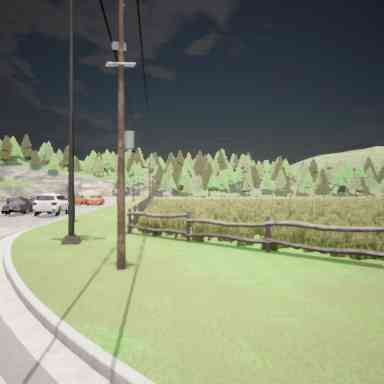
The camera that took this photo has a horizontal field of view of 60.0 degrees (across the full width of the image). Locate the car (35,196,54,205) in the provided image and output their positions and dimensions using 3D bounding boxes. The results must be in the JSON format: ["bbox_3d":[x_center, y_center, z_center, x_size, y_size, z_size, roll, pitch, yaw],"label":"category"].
[{"bbox_3d":[-27.022,1.486,60.978,1.812,1.442,4.674,0,0,-6],"label":"car"}]

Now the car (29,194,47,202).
[{"bbox_3d":[-31.421,1.266,68.109,1.882,1.535,5.008,0,0,-6],"label":"car"}]

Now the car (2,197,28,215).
[{"bbox_3d":[-16.963,1.525,33.248,2.033,1.411,5.357,0,0,-6],"label":"car"}]

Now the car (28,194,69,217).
[{"bbox_3d":[-13.286,1.202,31.810,2.150,2.045,5.566,0,0,-6],"label":"car"}]

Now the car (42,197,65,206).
[{"bbox_3d":[-22.879,1.512,55.240,2.033,1.411,5.357,0,0,-6],"label":"car"}]

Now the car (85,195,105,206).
[{"bbox_3d":[-15.840,1.320,55.270,2.097,1.767,4.553,0,0,-6],"label":"car"}]

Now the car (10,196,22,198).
[{"bbox_3d":[-30.293,1.438,57.750,1.882,1.535,5.008,0,0,-6],"label":"car"}]

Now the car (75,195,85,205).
[{"bbox_3d":[-19.651,1.317,57.935,2.097,1.767,4.553,0,0,-6],"label":"car"}]
